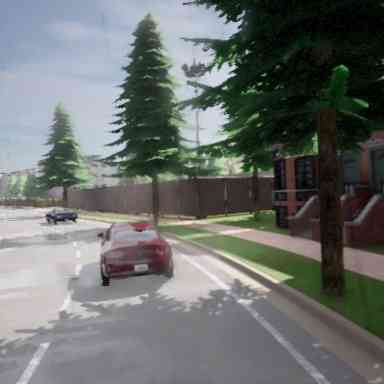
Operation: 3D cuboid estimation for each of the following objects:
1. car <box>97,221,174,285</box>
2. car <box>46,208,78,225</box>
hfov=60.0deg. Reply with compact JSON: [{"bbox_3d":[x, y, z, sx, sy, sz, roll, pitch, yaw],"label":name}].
[{"bbox_3d":[-1.766,1.598,9.860,1.812,1.442,4.674,-2,0,-15],"label":"car"},{"bbox_3d":[-11.675,2.102,29.600,1.895,1.301,4.718,-3,0,-33],"label":"car"}]
